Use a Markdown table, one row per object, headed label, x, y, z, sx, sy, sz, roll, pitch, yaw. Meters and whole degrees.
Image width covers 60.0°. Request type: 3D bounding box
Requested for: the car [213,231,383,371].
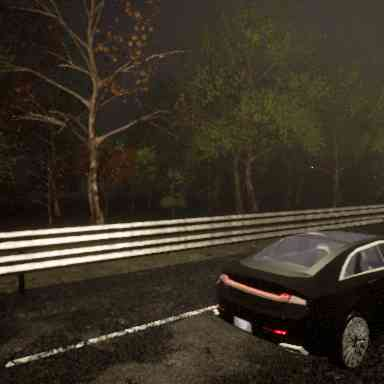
| label | x | y | z | sx | sy | sz | roll | pitch | yaw |
| --- | --- | --- | --- | --- | --- | --- | --- | --- | --- |
| car | 2.604 | 1.415 | 5.594 | 4.902 | 1.511 | 2.128 | -1 | 1 | -35 |
